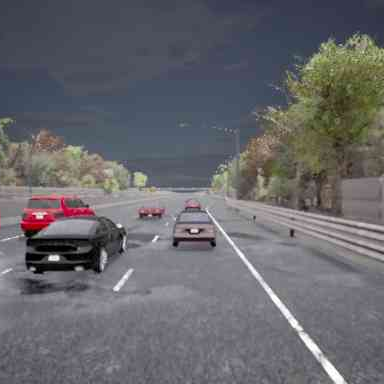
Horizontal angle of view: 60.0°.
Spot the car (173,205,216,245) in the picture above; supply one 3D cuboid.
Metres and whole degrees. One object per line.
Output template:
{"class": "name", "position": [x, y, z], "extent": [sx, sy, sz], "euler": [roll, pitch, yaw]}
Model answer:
{"class": "car", "position": [0.101, 1.545, 15.364], "extent": [2.033, 1.411, 5.357], "euler": [0, 0, 0]}

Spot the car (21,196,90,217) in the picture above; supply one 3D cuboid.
{"class": "car", "position": [-6.903, 1.220, 17.749], "extent": [2.150, 2.045, 5.566], "euler": [0, 0, 0]}

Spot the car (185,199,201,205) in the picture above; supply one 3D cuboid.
{"class": "car", "position": [0.102, 1.577, 42.514], "extent": [1.994, 1.385, 4.181], "euler": [0, 0, 0]}

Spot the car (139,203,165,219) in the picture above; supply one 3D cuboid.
{"class": "car", "position": [-3.396, 1.603, 29.214], "extent": [1.895, 1.301, 4.718], "euler": [0, 0, 0]}

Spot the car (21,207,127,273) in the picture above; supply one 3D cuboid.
{"class": "car", "position": [-3.399, 1.476, 10.669], "extent": [1.882, 1.535, 5.008], "euler": [0, 0, 0]}
